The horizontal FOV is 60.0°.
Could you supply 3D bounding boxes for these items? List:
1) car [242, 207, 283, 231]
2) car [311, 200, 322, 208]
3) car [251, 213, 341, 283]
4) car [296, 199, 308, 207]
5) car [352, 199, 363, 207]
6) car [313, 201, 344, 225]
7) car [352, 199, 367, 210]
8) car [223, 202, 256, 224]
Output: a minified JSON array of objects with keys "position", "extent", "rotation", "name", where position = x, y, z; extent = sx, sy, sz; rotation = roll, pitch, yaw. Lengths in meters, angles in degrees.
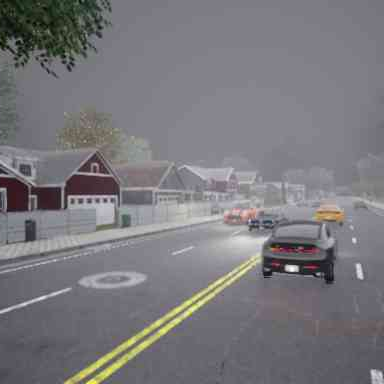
[{"position":[5.073,1.851,21.971],"extent":[1.895,1.301,4.718],"rotation":[-1,-1,25],"name":"car"},{"position":[22.387,2.168,59.110],"extent":[2.033,1.411,5.357],"rotation":[-1,-1,25],"name":"car"},{"position":[3.419,1.613,10.205],"extent":[1.837,1.490,4.892],"rotation":[-1,-1,25],"name":"car"},{"position":[21.691,2.202,65.295],"extent":[1.837,1.490,4.892],"rotation":[-1,-1,25],"name":"car"},{"position":[32.903,2.118,66.296],"extent":[1.882,1.535,5.008],"rotation":[-1,-1,25],"name":"car"},{"position":[11.228,1.753,27.041],"extent":[1.882,1.535,5.008],"rotation":[-1,-1,25],"name":"car"},{"position":[27.075,2.064,53.489],"extent":[2.033,1.411,5.357],"rotation":[-1,-1,25],"name":"car"},{"position":[4.222,1.685,27.867],"extent":[2.097,1.767,4.553],"rotation":[-1,-1,25],"name":"car"}]
